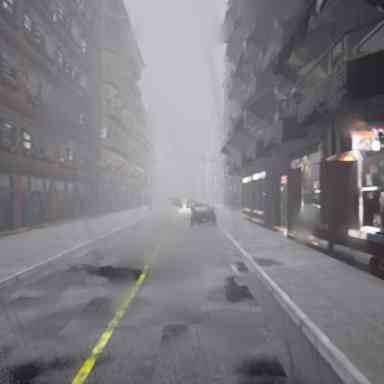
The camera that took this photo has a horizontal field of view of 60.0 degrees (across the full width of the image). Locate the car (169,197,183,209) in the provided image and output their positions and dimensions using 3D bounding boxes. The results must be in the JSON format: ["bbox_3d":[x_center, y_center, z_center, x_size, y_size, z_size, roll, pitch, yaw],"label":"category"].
[{"bbox_3d":[-2.806,1.923,57.991,2.150,2.045,5.566,0,-1,1],"label":"car"}]

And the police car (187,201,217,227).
[{"bbox_3d":[0.820,1.724,25.350,1.930,1.638,5.238,0,-1,0],"label":"police car"}]

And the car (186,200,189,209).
[{"bbox_3d":[-0.011,2.091,60.767,2.097,1.767,4.553,0,-1,0],"label":"car"}]

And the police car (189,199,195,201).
[{"bbox_3d":[0.817,1.919,41.350,1.930,1.638,5.238,0,-1,0],"label":"police car"}]
